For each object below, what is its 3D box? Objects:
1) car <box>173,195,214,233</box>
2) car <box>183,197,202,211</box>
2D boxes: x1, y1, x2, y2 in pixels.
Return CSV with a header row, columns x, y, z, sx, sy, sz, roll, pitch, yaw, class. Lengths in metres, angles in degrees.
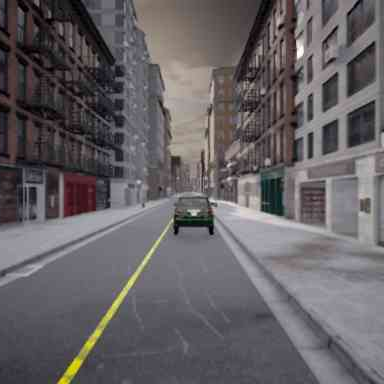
x,y,z,sx,sy,sz,roll,pitch,yaw,class
0.093,1.179,19.258,2.150,2.045,5.566,0,0,0,car
0.086,1.395,40.690,2.128,1.511,4.902,0,0,0,car
